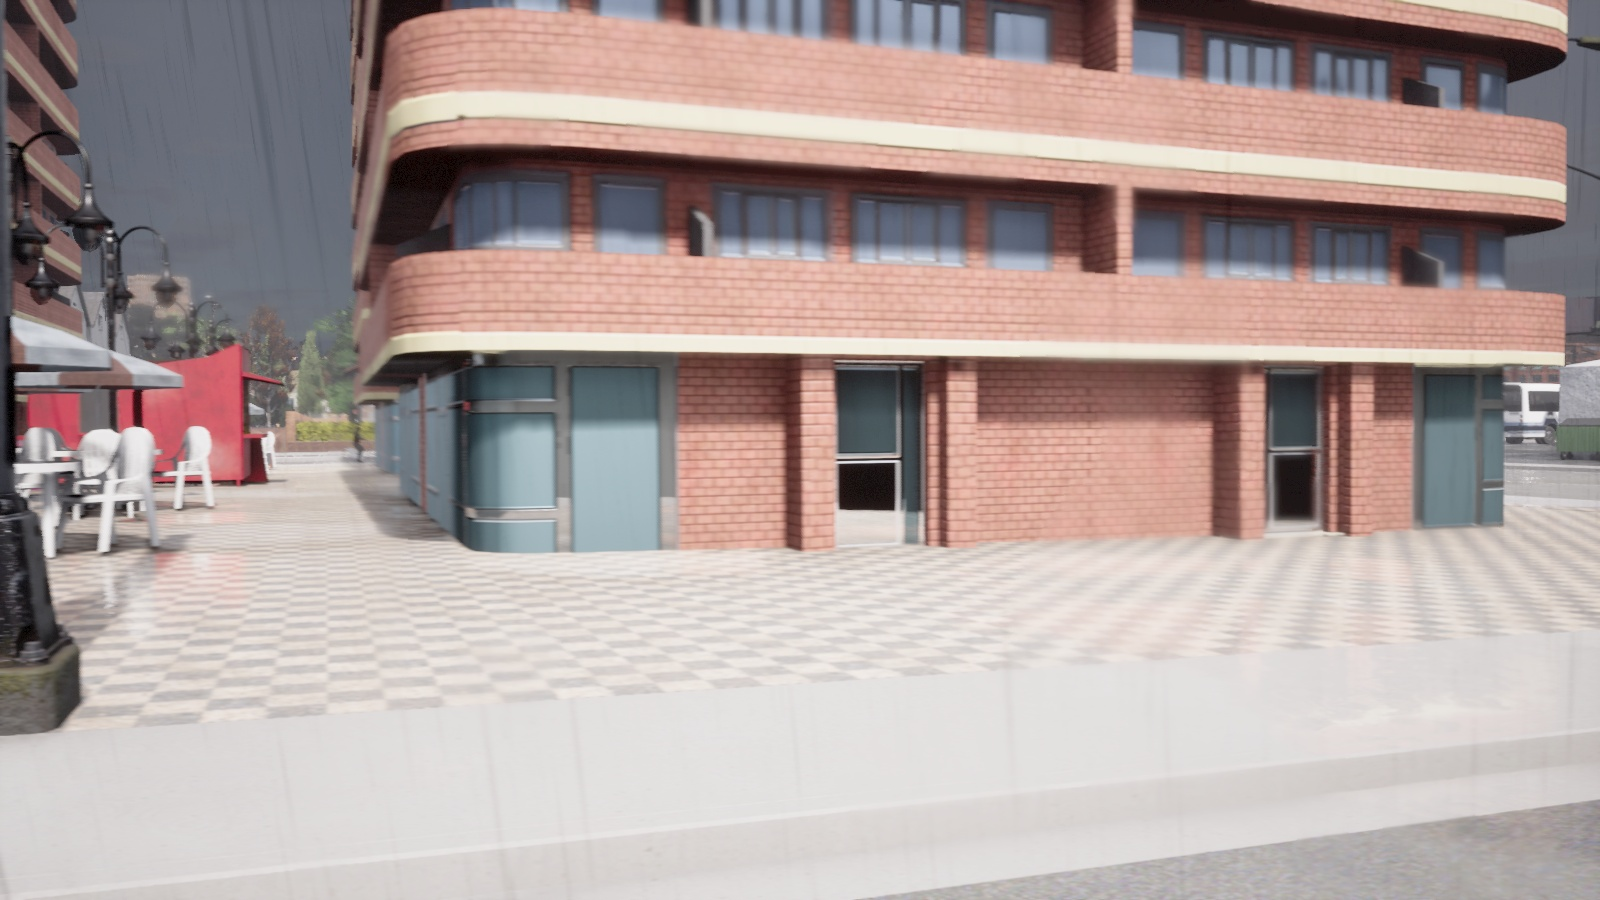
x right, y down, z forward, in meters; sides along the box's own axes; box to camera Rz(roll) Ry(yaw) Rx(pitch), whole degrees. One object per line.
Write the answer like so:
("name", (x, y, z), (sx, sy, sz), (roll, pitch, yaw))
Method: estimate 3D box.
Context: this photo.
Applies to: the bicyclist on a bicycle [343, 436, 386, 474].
("bicyclist on a bicycle", (-20.948, 0.232, 60.415), (1.843, 1.776, 0.659), (-2, 1, -21))
